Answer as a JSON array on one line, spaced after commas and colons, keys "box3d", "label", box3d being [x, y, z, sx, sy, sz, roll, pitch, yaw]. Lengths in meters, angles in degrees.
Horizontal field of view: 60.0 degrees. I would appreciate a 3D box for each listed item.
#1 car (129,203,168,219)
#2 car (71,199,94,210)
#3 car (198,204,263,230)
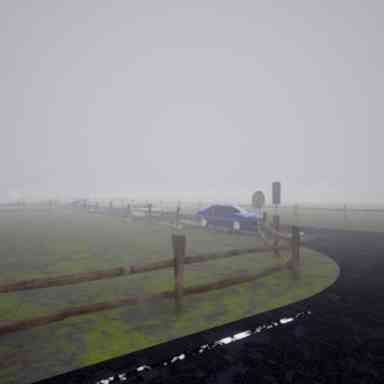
[{"box3d": [-4.057, 1.680, 30.020, 1.895, 1.301, 4.718, -1, 0, -35], "label": "car"}, {"box3d": [-15.122, 1.697, 45.614, 2.033, 1.411, 5.357, -1, 0, -35], "label": "car"}, {"box3d": [2.372, 1.523, 21.039, 1.882, 1.535, 5.008, -1, 0, -36], "label": "car"}]
